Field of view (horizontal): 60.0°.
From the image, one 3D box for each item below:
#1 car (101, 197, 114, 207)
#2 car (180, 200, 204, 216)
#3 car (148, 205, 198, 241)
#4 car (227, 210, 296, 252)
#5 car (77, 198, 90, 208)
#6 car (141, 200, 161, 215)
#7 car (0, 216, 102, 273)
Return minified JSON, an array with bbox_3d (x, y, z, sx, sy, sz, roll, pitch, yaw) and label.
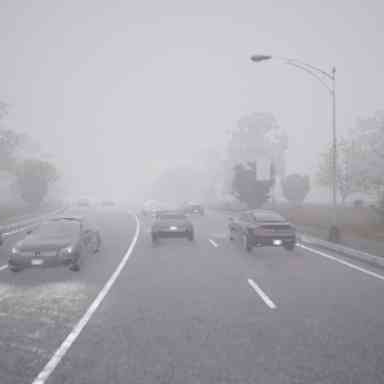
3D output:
[{"bbox_3d":[-13.293,1.564,52.175,1.812,1.442,4.674,0,0,-19],"label":"car"},{"bbox_3d":[-0.128,1.541,32.150,1.812,1.442,4.674,0,0,-12],"label":"car"},{"bbox_3d":[-1.060,1.572,16.724,1.994,1.385,4.181,0,0,-7],"label":"car"},{"bbox_3d":[2.757,1.504,14.022,1.837,1.490,4.892,0,0,-5],"label":"car"},{"bbox_3d":[-16.464,1.587,50.662,2.033,1.411,5.357,0,0,-18],"label":"car"},{"bbox_3d":[-4.134,1.547,34.008,1.812,1.442,4.674,0,0,-13],"label":"car"},{"bbox_3d":[-4.179,1.539,10.890,1.812,1.442,4.674,0,0,-5],"label":"car"}]
